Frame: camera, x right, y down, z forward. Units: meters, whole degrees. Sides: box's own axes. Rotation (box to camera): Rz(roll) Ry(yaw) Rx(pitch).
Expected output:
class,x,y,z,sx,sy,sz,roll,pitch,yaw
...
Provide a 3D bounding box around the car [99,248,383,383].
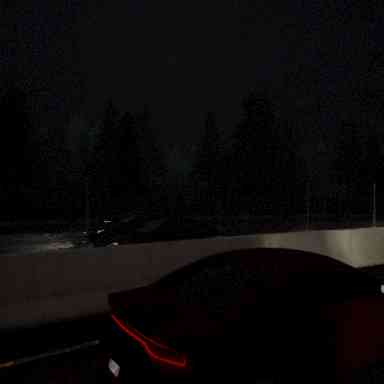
class,x,y,z,sx,sy,sz,roll,pitch,yaw
car,1.333,1.520,4.504,5.008,1.535,1.882,1,-1,-33

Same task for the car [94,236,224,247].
class,x,y,z,sx,sy,sz,roll,pitch,yaw
car,-1.003,1.583,11.519,4.674,1.442,1.812,1,-1,-33
